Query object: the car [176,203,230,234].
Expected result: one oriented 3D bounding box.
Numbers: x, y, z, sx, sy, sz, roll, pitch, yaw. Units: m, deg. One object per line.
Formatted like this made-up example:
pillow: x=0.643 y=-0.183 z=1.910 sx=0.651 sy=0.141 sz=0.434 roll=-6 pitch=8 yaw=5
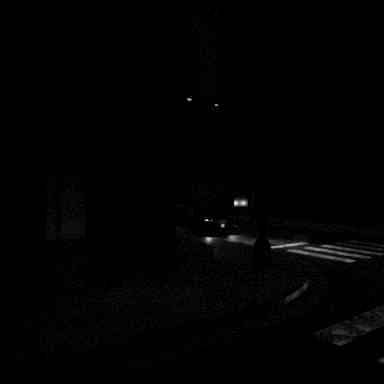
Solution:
car: x=0.079 y=1.406 z=18.631 sx=2.128 sy=1.511 sz=4.902 roll=0 pitch=0 yaw=-37
